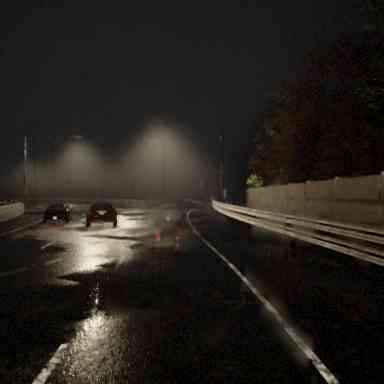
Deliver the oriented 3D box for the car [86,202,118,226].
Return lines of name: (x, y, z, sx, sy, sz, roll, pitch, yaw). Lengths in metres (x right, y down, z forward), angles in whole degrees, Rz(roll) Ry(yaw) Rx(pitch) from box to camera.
car: (-6.625, 1.486, 24.746, 2.097, 1.767, 4.553, 0, 0, -13)

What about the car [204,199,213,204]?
car: (4.419, 2.585, 89.689, 1.994, 1.385, 4.181, 0, -3, 10)

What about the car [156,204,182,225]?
car: (-1.761, 1.637, 25.212, 1.812, 1.442, 4.674, 0, 0, -3)

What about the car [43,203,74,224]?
car: (-10.757, 1.670, 26.939, 1.837, 1.490, 4.892, 0, 0, -15)
